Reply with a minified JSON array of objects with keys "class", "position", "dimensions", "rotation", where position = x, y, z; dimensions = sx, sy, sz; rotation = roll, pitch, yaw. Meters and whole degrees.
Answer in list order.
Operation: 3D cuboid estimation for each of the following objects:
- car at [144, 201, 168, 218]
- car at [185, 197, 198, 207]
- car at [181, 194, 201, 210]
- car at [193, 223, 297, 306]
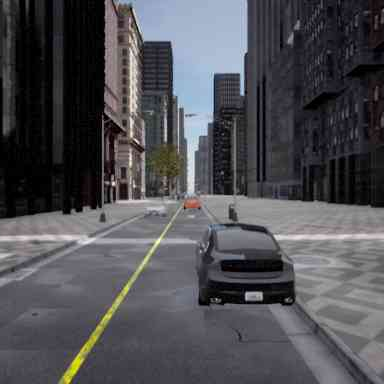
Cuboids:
[{"class":"car","position":[-3.160,1.524,29.825],"dimensions":[1.812,1.442,4.674],"rotation":[0,0,0]},{"class":"car","position":[-0.103,1.581,52.584],"dimensions":[1.994,1.385,4.181],"rotation":[0,0,0]},{"class":"car","position":[0.005,1.358,42.611],"dimensions":[2.097,1.767,4.553],"rotation":[0,0,-1]},{"class":"car","position":[1.036,1.503,8.006],"dimensions":[1.837,1.490,4.892],"rotation":[0,0,0]}]
